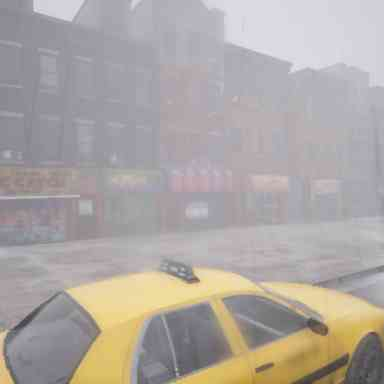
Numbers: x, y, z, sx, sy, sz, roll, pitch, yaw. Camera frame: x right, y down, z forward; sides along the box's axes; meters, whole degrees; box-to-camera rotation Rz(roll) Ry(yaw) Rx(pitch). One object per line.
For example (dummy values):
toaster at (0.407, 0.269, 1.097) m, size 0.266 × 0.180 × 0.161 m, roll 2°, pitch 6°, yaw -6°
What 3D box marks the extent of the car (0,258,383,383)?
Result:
car at (0.094, 1.455, 3.347) m, size 5.366 × 1.575 × 1.801 m, roll 0°, pitch 0°, yaw -36°
